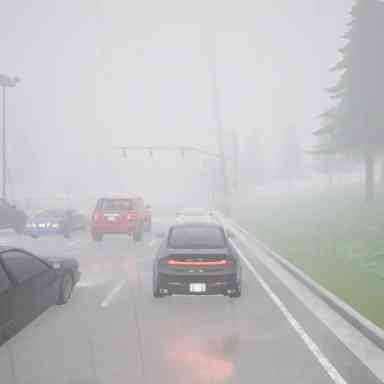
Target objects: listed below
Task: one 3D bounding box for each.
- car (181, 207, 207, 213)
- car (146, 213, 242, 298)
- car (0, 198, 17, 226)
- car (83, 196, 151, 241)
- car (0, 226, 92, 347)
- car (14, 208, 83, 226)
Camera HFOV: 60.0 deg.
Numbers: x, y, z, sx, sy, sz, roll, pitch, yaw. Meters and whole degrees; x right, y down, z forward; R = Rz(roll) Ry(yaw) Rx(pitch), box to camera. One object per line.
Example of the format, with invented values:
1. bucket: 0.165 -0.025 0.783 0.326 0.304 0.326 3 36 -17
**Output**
1. car: 0.111 1.525 17.598 1.812 1.442 4.674 0 0 0
2. car: 0.106 1.505 8.521 1.837 1.490 4.892 0 0 0
3. car: -10.390 1.221 16.558 2.150 2.045 5.566 0 0 0
4. car: -3.388 1.221 16.715 2.150 2.045 5.566 0 0 0
5. car: -3.399 1.548 5.005 2.033 1.411 5.357 0 0 0
6. car: -6.856 1.547 17.448 2.033 1.411 5.357 0 0 -2
